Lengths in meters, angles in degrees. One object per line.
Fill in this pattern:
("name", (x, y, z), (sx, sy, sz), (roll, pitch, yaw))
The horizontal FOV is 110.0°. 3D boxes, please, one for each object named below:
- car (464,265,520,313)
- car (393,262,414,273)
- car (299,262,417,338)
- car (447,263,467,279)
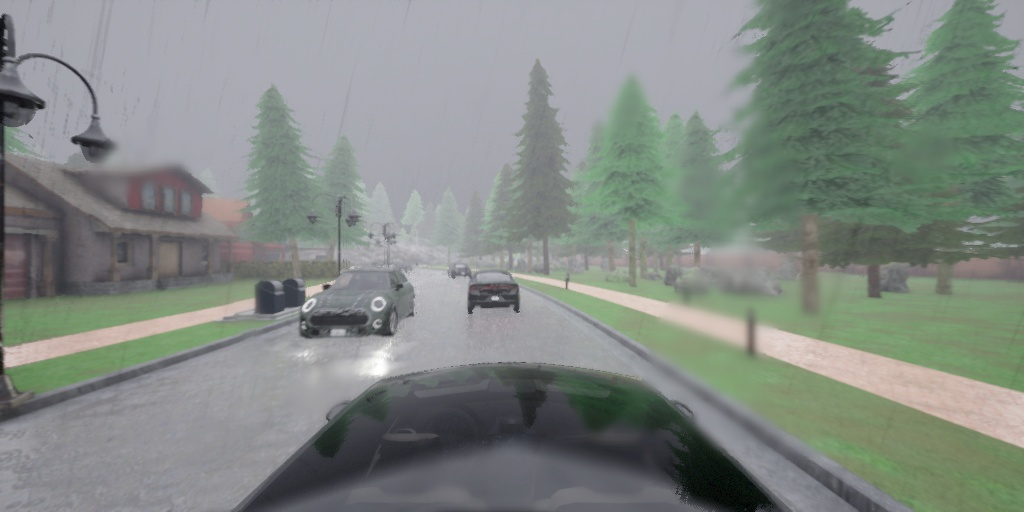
("car", (-0.837, 1.274, 14.480), (1.882, 1.535, 5.008), (0, 0, -6))
("car", (-15.482, 1.525, 50.990), (2.033, 1.411, 5.357), (0, 0, -26))
("car", (-4.139, 1.147, 10.341), (2.097, 1.767, 4.553), (0, 0, -5))
("car", (-5.069, 1.407, 34.579), (1.812, 1.442, 4.674), (0, 0, -16))
